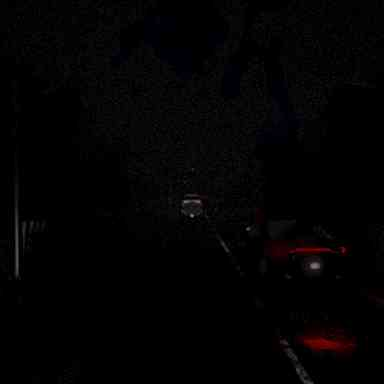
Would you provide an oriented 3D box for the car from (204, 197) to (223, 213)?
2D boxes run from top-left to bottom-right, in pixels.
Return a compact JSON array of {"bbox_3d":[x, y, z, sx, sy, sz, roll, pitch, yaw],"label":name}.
[{"bbox_3d":[2.603,1.638,38.712,2.008,1.369,4.403,-1,0,0],"label":"car"}]

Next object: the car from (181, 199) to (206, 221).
[{"bbox_3d":[0.035,1.585,27.723,1.812,1.442,4.674,0,0,1],"label":"car"}]

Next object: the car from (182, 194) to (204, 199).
[{"bbox_3d":[0.012,1.308,38.346,2.150,2.045,5.566,0,0,0],"label":"car"}]

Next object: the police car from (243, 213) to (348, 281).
[{"bbox_3d":[2.745,1.445,10.011,1.930,1.638,5.238,0,0,0],"label":"police car"}]

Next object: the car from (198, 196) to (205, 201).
[{"bbox_3d":[2.574,1.795,93.287,1.887,1.381,4.507,-1,0,0],"label":"car"}]

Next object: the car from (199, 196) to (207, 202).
[{"bbox_3d":[2.581,1.798,82.222,1.802,1.307,4.206,-1,0,0],"label":"car"}]

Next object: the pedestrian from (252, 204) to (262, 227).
[{"bbox_3d":[2.591,1.320,12.976,0.375,1.860,0.375,-1,1,-10],"label":"pedestrian"}]
